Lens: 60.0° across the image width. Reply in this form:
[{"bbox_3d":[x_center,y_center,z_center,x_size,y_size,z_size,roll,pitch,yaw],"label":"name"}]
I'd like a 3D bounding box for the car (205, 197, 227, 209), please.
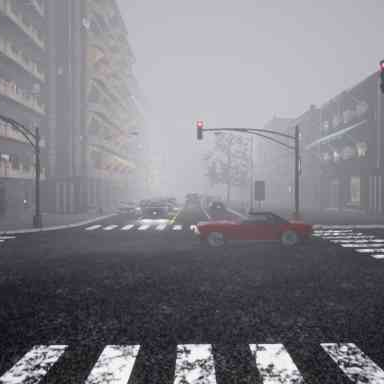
[{"bbox_3d":[2.695,1.555,35.683,1.947,1.339,4.313,0,0,0],"label":"car"}]

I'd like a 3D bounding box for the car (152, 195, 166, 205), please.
[{"bbox_3d":[-5.683,1.417,57.826,1.967,1.590,4.097,0,0,0],"label":"car"}]

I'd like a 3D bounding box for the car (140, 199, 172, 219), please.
[{"bbox_3d":[-3.103,1.556,29.319,1.994,1.385,4.181,0,0,-1],"label":"car"}]

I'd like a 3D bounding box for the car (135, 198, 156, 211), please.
[{"bbox_3d":[-5.685,1.531,41.225,1.887,1.381,4.507,0,0,0],"label":"car"}]

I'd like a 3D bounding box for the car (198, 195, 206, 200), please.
[{"bbox_3d":[2.705,1.496,91.018,1.887,1.381,4.507,0,0,0],"label":"car"}]

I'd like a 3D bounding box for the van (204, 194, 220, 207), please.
[{"bbox_3d":[2.694,1.327,41.216,1.690,1.788,3.998,0,0,0],"label":"van"}]

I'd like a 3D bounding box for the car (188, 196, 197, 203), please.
[{"bbox_3d":[0.113,1.570,69.771,1.895,1.301,4.718,0,0,0],"label":"car"}]

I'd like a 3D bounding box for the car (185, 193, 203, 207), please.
[{"bbox_3d":[0.109,1.201,49.520,2.150,2.045,5.566,0,0,0],"label":"car"}]

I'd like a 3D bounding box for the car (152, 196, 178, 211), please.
[{"bbox_3d":[-3.092,1.535,38.666,2.033,1.411,5.357,0,0,0],"label":"car"}]

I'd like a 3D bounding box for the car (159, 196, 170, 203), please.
[{"bbox_3d":[-5.680,1.552,68.893,1.802,1.307,4.206,0,0,0],"label":"car"}]

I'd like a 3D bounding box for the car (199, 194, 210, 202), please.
[{"bbox_3d":[2.700,1.280,74.418,2.192,1.841,5.009,0,0,0],"label":"car"}]

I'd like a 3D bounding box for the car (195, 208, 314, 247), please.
[{"bbox_3d":[2.481,1.519,14.056,4.718,1.301,1.895,-1,1,-1],"label":"car"}]

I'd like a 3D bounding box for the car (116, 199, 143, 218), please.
[{"bbox_3d":[-5.688,1.543,30.158,2.008,1.369,4.403,0,0,0],"label":"car"}]

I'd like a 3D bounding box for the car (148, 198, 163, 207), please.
[{"bbox_3d":[-5.683,1.562,52.293,1.802,1.307,4.206,0,0,0],"label":"car"}]
